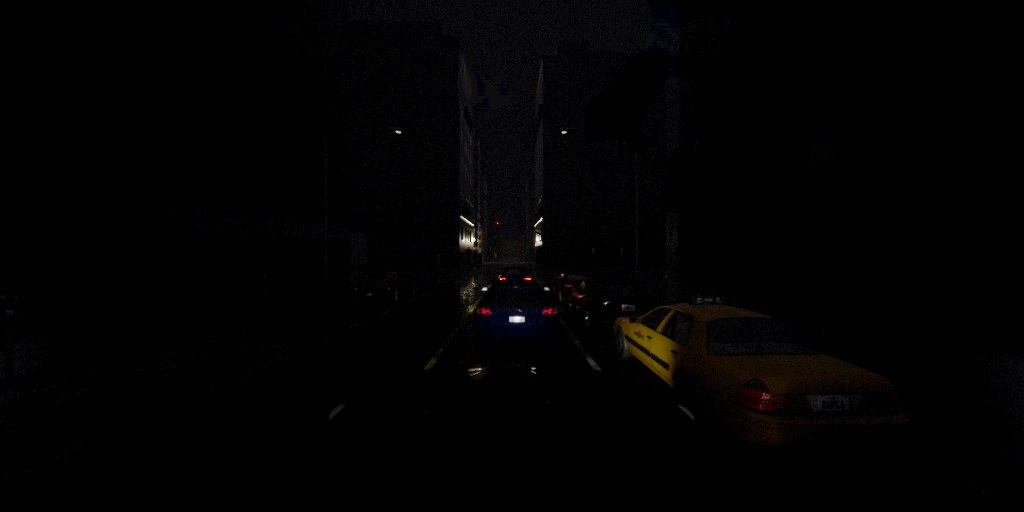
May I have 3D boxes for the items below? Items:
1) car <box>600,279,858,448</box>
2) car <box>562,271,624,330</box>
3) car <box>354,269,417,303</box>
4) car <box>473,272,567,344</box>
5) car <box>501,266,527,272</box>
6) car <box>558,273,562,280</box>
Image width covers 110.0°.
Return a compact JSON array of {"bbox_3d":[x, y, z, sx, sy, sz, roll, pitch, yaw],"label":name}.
[{"bbox_3d":[2.875,1.274,5.504,1.751,1.417,4.829,0,0,0],"label":"car"},{"bbox_3d":[2.877,1.313,10.920,1.948,1.339,4.313,0,0,0],"label":"car"},{"bbox_3d":[-5.667,1.290,16.506,1.888,1.381,4.507,0,0,0],"label":"car"},{"bbox_3d":[0.102,1.312,9.605,1.994,1.385,4.181,0,0,0],"label":"car"},{"bbox_3d":[0.107,1.270,19.619,1.812,1.442,4.674,0,0,-2],"label":"car"},{"bbox_3d":[2.878,1.327,16.506,1.802,1.307,4.207,0,0,0],"label":"car"}]
